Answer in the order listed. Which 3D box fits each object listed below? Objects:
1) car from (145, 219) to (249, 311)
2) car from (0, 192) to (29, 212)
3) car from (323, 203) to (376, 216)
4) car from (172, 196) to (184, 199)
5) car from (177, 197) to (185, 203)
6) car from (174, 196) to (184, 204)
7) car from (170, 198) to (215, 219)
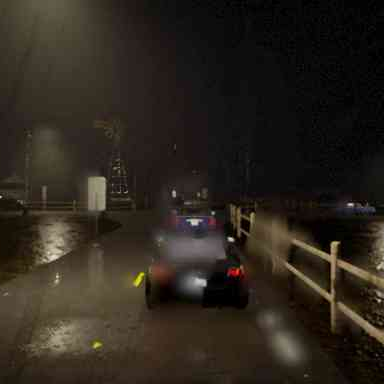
[{"bbox_3d":[0.102,1.573,7.869,1.994,1.385,4.181,0,0,0],"label":"car"},{"bbox_3d":[-19.818,1.015,34.200,5.566,2.045,2.150,1,-2,0],"label":"car"},{"bbox_3d":[17.871,1.950,37.799,5.357,1.411,2.033,1,-2,0],"label":"car"},{"bbox_3d":[-2.788,1.678,57.231,1.882,1.535,5.008,0,0,0],"label":"car"},{"bbox_3d":[-2.692,1.995,84.522,1.895,1.301,4.718,0,0,0],"label":"car"},{"bbox_3d":[-2.705,1.644,70.183,2.097,1.767,4.553,0,0,0],"label":"car"},{"bbox_3d":[0.106,1.381,16.512,2.097,1.767,4.553,0,0,0],"label":"car"}]
